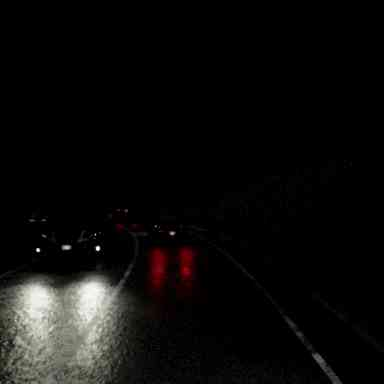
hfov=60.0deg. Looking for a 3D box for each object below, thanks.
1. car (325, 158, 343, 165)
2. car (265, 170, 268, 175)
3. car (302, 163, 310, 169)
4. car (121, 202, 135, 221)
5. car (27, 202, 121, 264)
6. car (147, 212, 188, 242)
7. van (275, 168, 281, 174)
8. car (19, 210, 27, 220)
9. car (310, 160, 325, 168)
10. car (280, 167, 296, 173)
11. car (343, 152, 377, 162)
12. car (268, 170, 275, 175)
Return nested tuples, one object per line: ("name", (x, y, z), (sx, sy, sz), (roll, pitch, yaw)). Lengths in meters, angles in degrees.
("car", (21.341, -4.094, 47.384), (2.002, 1.452, 4.674), (0, 1, -1))
("car", (20.469, -4.639, 86.114), (2.435, 2.045, 5.566), (0, 0, -1))
("car", (21.089, -4.356, 58.577), (2.185, 1.767, 4.553), (0, 0, -1))
("car", (-7.871, 2.055, 35.559), (2.150, 2.045, 5.566), (0, -2, -29))
("car", (-4.238, 1.419, 13.025), (2.150, 2.045, 5.566), (0, -1, -8))
("car", (-1.376, 1.807, 17.939), (1.812, 1.442, 4.674), (0, -1, -11))
("van", (20.719, -4.566, 74.986), (1.878, 1.987, 4.442), (0, 0, -1))
("car", (-24.007, 3.368, 49.634), (5.008, 1.535, 1.882), (-5, -3, 40))
("car", (21.213, -4.310, 53.058), (2.185, 1.767, 4.553), (0, 0, -1))
("car", (20.840, -4.308, 69.591), (2.231, 1.521, 4.892), (0, 0, -1))
("car", (21.464, -4.211, 41.891), (2.185, 1.767, 4.553), (0, 1, -1))
("car", (20.593, -4.327, 80.629), (2.002, 1.452, 4.674), (0, 0, -1))
